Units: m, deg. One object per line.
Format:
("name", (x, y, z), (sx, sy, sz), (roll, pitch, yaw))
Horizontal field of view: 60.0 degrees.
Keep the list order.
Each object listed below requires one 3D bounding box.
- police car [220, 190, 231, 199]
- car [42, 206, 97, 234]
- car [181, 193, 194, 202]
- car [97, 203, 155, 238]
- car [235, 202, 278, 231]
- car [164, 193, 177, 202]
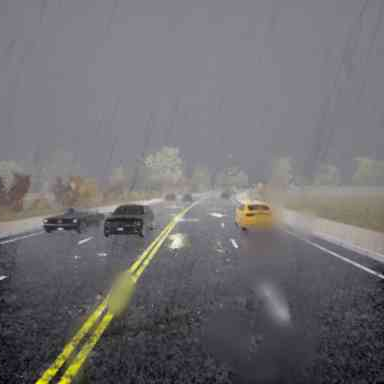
("police car", (7.636, 0.756, 77.648), (1.930, 1.638, 5.238), (0, 1, 6))
("car", (-6.328, 1.469, 18.296), (1.895, 1.301, 4.718), (0, 0, 2))
("car", (-0.785, 1.041, 58.615), (1.837, 1.490, 4.892), (0, 1, 5))
("car", (-3.101, 1.356, 17.207), (1.882, 1.535, 5.008), (0, 0, 2))
("car", (3.662, 1.344, 19.505), (1.882, 1.535, 5.008), (0, 0, 2))
("car", (-3.841, 1.013, 60.893), (1.837, 1.490, 4.892), (0, 1, 5))
